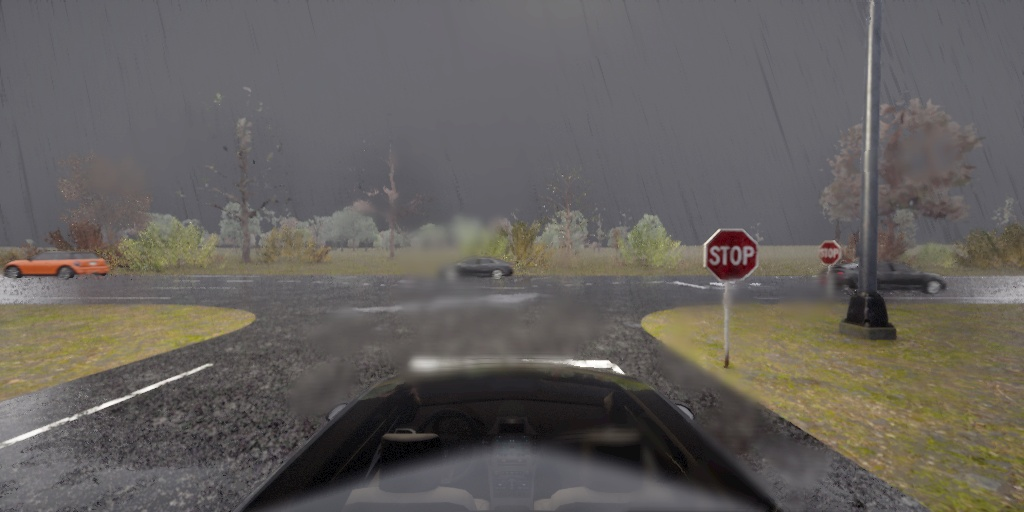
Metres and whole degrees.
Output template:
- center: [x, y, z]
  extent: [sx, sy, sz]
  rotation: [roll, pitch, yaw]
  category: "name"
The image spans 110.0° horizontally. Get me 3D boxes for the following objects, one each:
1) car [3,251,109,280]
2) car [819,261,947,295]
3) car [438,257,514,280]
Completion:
- center: [-28.416, 0.494, 22.438]
  extent: [4.553, 1.767, 2.097]
  rotation: [0, 1, -2]
  category: "car"
- center: [17.195, 0.983, 16.714]
  extent: [4.892, 1.490, 1.837]
  rotation: [0, 1, -2]
  category: "car"
- center: [-2.315, 0.806, 23.193]
  extent: [4.892, 1.490, 1.837]
  rotation: [0, 1, -1]
  category: "car"
